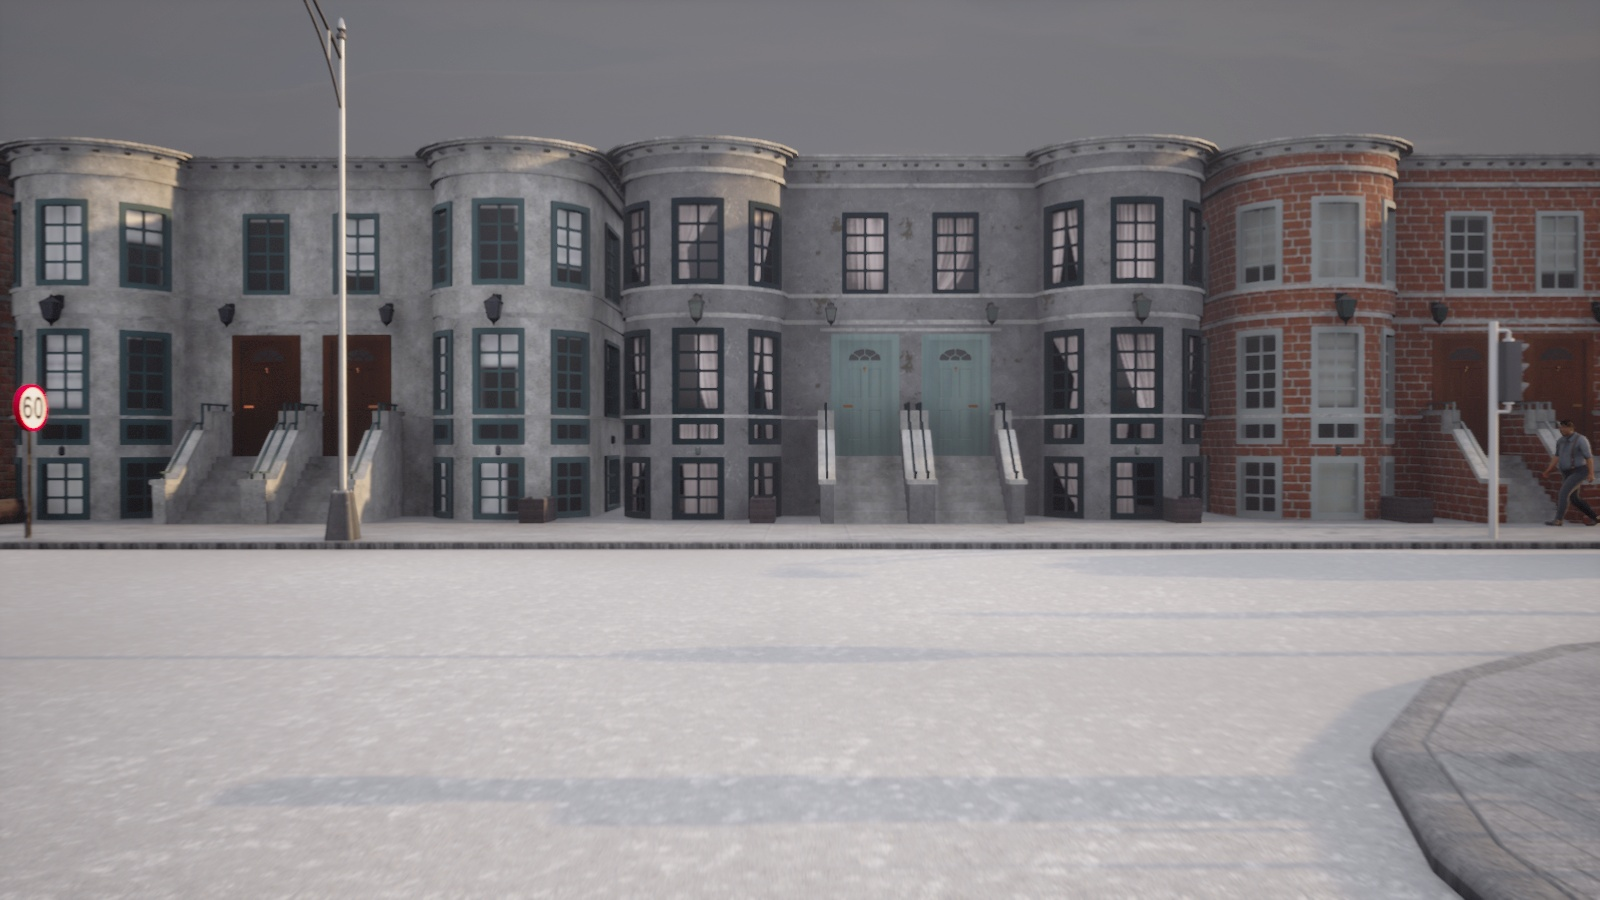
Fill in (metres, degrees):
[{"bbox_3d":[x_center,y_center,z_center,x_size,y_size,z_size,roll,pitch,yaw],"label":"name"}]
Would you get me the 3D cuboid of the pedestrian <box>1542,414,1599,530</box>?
[{"bbox_3d":[12.554,0.348,20.374,0.694,1.848,0.540,0,0,-3],"label":"pedestrian"}]
